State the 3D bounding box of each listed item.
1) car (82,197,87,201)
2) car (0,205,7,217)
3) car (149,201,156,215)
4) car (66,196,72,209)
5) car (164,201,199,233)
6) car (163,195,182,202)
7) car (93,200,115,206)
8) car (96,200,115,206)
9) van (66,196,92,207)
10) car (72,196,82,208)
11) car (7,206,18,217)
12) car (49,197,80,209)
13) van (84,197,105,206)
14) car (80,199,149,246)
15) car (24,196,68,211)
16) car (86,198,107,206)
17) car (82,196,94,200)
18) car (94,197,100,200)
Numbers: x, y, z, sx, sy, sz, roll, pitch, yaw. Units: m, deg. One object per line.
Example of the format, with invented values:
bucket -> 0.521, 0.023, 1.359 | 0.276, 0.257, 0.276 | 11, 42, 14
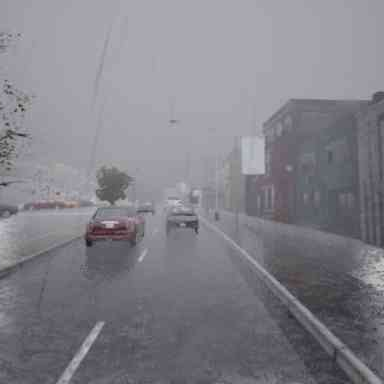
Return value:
car -> -20.865, 1.951, 56.667 | 4.674, 1.452, 2.002 | 0, -2, -25
car -> -18.234, 1.529, 27.048 | 5.008, 1.535, 2.097 | -1, 0, -25
car -> -4.917, 1.684, 36.274 | 2.033, 1.411, 5.357 | 0, -1, -5
car -> -20.102, 1.609, 47.768 | 4.553, 1.767, 2.185 | 0, -1, -25
car -> -0.640, 1.543, 20.123 | 2.128, 1.511, 4.902 | 0, 0, -4
car -> -2.503, 1.448, 42.959 | 2.150, 2.045, 5.566 | 0, -1, -5
car -> -23.600, 2.902, 89.360 | 5.366, 1.575, 1.946 | 0, -2, -25
car -> -24.034, 3.041, 92.243 | 4.674, 1.452, 2.002 | 0, -2, -25
van -> -21.288, 1.835, 62.652 | 4.442, 1.987, 1.878 | 0, -2, -25
car -> -20.169, 1.784, 50.826 | 5.366, 1.575, 1.946 | 0, -1, -25
car -> -18.492, 1.541, 29.999 | 5.008, 1.535, 2.097 | -1, 0, -25
car -> -20.628, 1.722, 53.695 | 4.553, 1.767, 2.185 | 0, -1, -25
van -> -22.610, 2.293, 77.478 | 4.442, 1.987, 1.878 | 0, -2, -25
car -> -3.390, 1.380, 15.464 | 2.097, 1.767, 4.553 | 0, 0, -3
car -> -19.799, 1.688, 44.813 | 5.008, 1.535, 2.097 | 0, -1, -25
car -> -23.006, 2.489, 80.376 | 4.553, 1.767, 2.185 | 0, -2, -25
car -> -21.105, 1.732, 59.656 | 5.566, 2.045, 2.435 | 0, -2, -25
car -> -21.680, 1.891, 65.551 | 5.566, 2.045, 2.435 | 0, -1, -25
